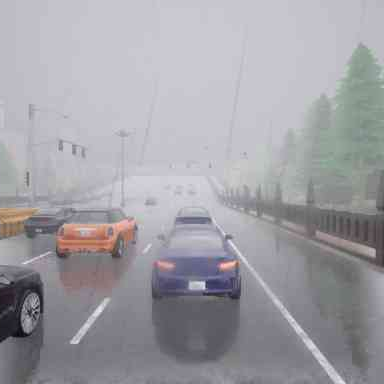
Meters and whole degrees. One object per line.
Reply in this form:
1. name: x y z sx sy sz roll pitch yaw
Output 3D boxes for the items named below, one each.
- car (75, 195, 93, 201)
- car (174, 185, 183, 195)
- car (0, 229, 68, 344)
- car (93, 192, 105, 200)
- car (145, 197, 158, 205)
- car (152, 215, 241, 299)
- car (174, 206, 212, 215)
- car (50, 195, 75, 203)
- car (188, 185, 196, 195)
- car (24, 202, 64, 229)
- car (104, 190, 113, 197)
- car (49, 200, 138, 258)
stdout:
1. car: -21.159 1.507 63.181 2.033 1.411 5.357 0 1 0
2. car: -3.598 -0.047 86.036 1.837 1.490 4.892 0 7 0
3. car: -3.410 1.492 3.720 2.128 1.511 4.902 0 0 0
4. car: -21.143 1.149 72.917 1.994 1.385 4.181 0 3 0
5. car: -6.901 1.539 56.965 2.033 1.411 5.357 0 0 -2
6. car: 0.083 1.526 8.305 1.812 1.442 4.674 0 0 0
7. car: 0.062 1.478 17.636 1.882 1.535 5.008 0 0 0
8. car: -21.189 1.351 53.797 2.097 1.767 4.553 0 0 0
9. car: -0.098 -0.069 86.023 1.882 1.535 5.008 0 7 0
10. car: -6.940 1.505 17.477 1.837 1.490 4.892 0 0 0
11. car: -21.108 0.300 83.145 2.128 1.511 4.902 0 6 0
12. car: -3.428 1.352 12.836 2.097 1.767 4.553 0 0 0
